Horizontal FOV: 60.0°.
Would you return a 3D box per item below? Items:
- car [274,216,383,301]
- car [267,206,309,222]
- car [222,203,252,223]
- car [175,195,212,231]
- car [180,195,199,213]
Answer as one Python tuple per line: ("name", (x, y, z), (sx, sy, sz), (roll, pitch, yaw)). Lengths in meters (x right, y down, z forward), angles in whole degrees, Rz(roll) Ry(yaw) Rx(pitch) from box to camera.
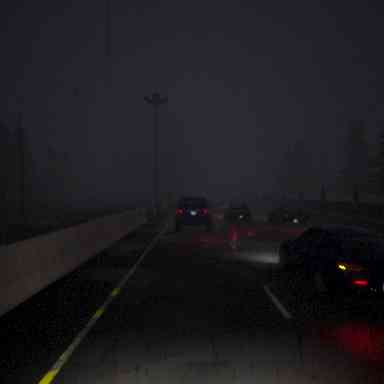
("car", (3.601, 1.560, 8.317), (1.812, 1.442, 4.674), (0, 0, 0))
("car", (7.048, 1.703, 24.958), (1.895, 1.301, 4.718), (0, 0, -1))
("car", (3.520, 1.600, 26.505), (2.128, 1.511, 4.902), (0, 0, -1))
("car", (0.086, 1.310, 21.559), (2.150, 2.045, 5.566), (0, 0, 0))
("car", (-0.370, 1.390, 41.248), (2.150, 2.045, 5.566), (0, 0, -2))
